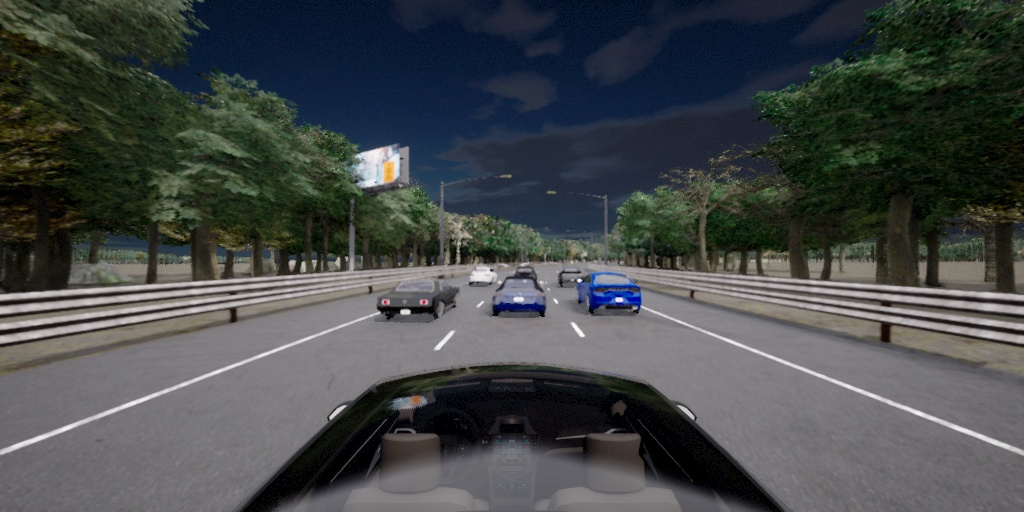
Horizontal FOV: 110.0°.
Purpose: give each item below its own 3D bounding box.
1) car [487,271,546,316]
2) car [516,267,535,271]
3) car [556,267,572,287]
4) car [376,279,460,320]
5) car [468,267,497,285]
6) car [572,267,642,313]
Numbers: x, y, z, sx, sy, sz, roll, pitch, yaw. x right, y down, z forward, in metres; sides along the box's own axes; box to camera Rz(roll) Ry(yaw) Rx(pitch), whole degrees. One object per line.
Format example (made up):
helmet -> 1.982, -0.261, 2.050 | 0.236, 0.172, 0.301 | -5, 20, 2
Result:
car -> 0.327, 1.475, 14.298 | 1.994, 1.385, 4.181 | 0, -1, 3
car -> 1.110, 1.603, 28.732 | 1.837, 1.490, 4.892 | 0, 0, 5
car -> 4.604, 1.589, 28.510 | 2.128, 1.511, 4.902 | 0, -1, 5
car -> -3.221, 1.497, 13.417 | 1.895, 1.301, 4.718 | 0, -1, 3
car -> -2.322, 1.632, 29.664 | 1.812, 1.442, 4.674 | 0, -1, 5
car -> 3.861, 1.399, 14.976 | 1.882, 1.535, 5.008 | 0, 0, 3
